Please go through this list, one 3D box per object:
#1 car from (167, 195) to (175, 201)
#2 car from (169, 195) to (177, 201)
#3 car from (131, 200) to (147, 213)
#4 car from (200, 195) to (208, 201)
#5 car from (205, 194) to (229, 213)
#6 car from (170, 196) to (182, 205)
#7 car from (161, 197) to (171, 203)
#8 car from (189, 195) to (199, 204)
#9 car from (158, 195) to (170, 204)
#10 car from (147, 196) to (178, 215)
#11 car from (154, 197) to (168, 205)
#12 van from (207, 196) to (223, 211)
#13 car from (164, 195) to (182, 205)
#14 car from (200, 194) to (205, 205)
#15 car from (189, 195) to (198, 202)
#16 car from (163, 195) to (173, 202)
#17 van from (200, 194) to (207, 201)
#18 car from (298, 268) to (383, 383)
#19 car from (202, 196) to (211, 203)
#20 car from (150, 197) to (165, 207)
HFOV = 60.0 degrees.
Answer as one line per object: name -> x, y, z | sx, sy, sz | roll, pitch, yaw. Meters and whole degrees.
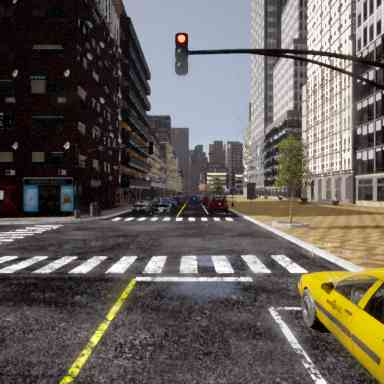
car -> -5.310, 1.613, 85.982 | 1.752, 1.417, 4.829 | 0, 0, 0
car -> -5.285, 1.644, 91.677 | 1.887, 1.381, 4.507 | 0, 0, 0
car -> -5.531, 1.563, 36.412 | 2.008, 1.369, 4.403 | 0, 0, 0
car -> 3.072, 1.613, 86.284 | 1.752, 1.417, 4.829 | 0, 0, 0
car -> 2.847, 1.327, 36.375 | 2.192, 1.841, 5.009 | 0, 0, 0
car -> -2.809, 1.519, 59.744 | 1.882, 1.535, 5.008 | 0, 1, 1
car -> -5.384, 1.639, 69.572 | 1.802, 1.307, 4.206 | 0, 0, 0
car -> 0.398, 1.404, 66.684 | 2.097, 1.767, 4.553 | 0, 0, 0
car -> -5.409, 1.488, 64.045 | 1.967, 1.590, 4.097 | 0, 0, 0
car -> -2.947, 1.502, 34.273 | 2.128, 1.511, 4.902 | 0, 0, 0
car -> -5.433, 1.584, 58.518 | 1.887, 1.381, 4.507 | 0, 0, 0
van -> 2.872, 1.358, 41.901 | 1.690, 1.788, 3.998 | 0, 0, 0
car -> -2.896, 1.568, 45.344 | 2.033, 1.411, 5.357 | 0, 0, 0
car -> 2.946, 1.354, 58.481 | 2.192, 1.841, 5.009 | 0, 0, 0
car -> 0.346, 1.569, 76.579 | 1.837, 1.490, 4.892 | 0, 0, 0
car -> -5.360, 1.507, 75.098 | 1.967, 1.590, 4.097 | 0, 0, 0
van -> 3.094, 1.441, 91.640 | 1.690, 1.788, 3.998 | 0, 0, 0
car -> 2.704, 1.525, 4.133 | 1.752, 1.417, 4.829 | 0, 0, 0
car -> 2.996, 1.602, 69.534 | 1.887, 1.381, 4.507 | 0, 0, 0
car -> -5.457, 1.581, 52.992 | 2.008, 1.369, 4.403 | 0, 0, 0
